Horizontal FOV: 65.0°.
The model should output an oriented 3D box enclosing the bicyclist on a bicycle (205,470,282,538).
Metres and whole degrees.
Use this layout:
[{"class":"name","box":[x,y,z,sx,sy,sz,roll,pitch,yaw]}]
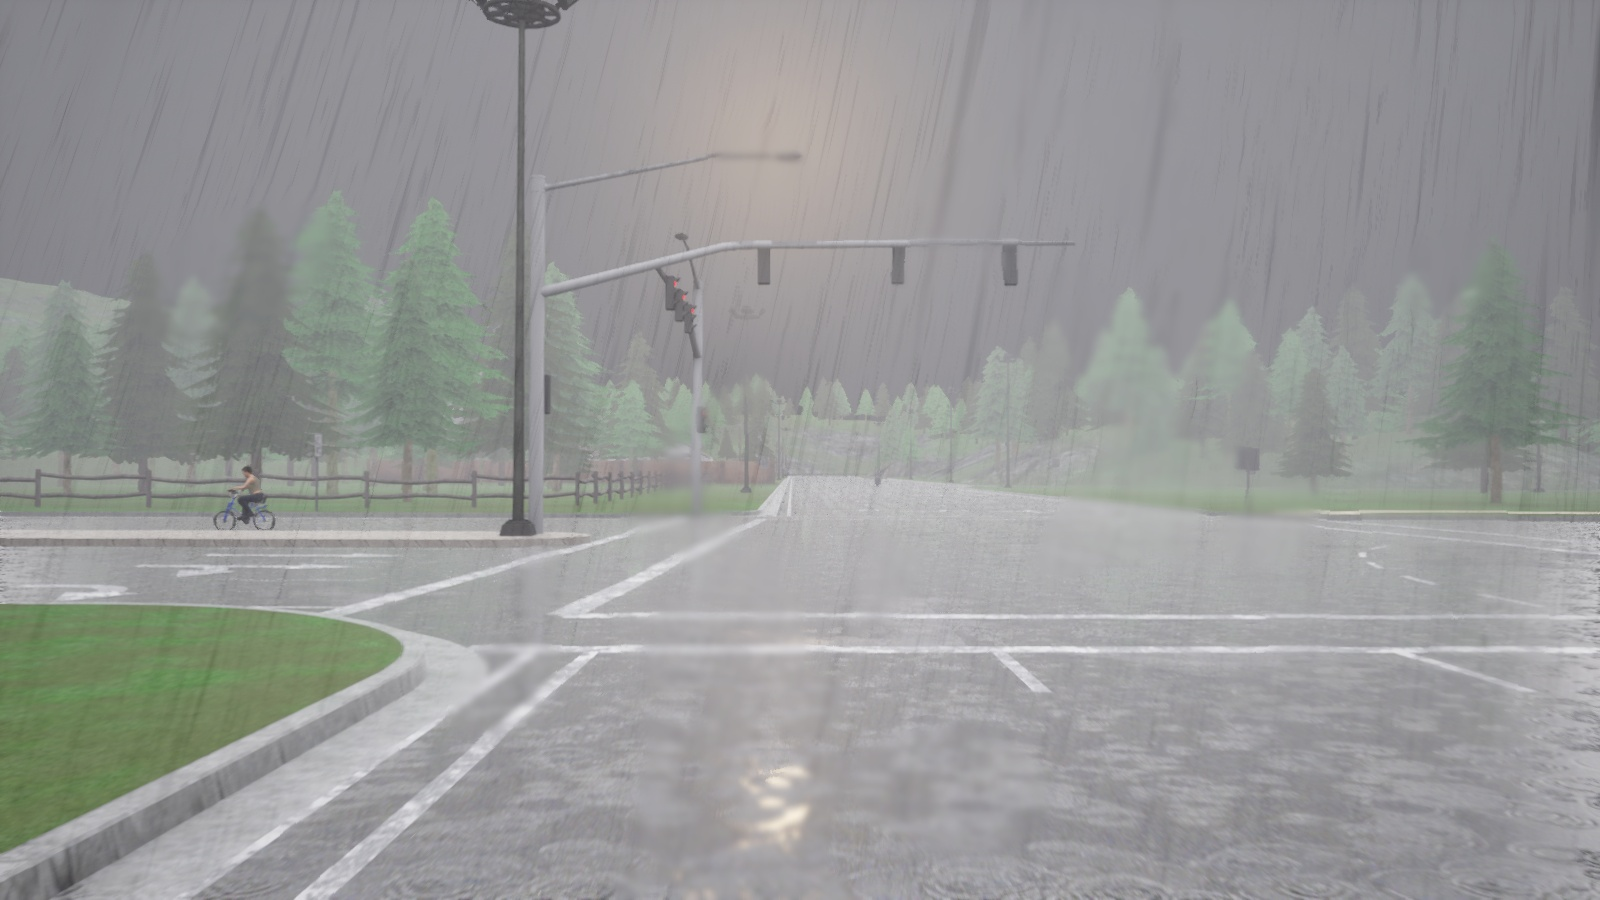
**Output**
[{"class":"bicyclist on a bicycle","box":[-13.650,1.312,30.825,1.509,1.612,0.866,-1,-1,-1]}]
